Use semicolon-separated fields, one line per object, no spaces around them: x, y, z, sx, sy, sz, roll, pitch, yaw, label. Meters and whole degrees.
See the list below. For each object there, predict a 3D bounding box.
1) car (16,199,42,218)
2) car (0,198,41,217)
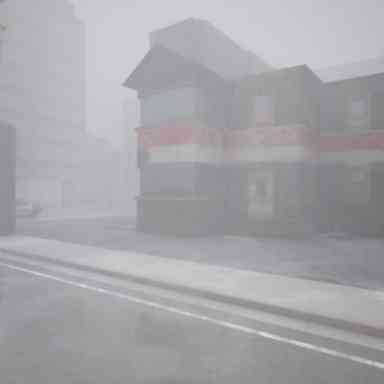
-14.156;1.325;25.915;2.038;1.542;4.974;0;0;15;car
-14.141;1.167;25.965;1.853;1.218;4.536;0;0;15;car
